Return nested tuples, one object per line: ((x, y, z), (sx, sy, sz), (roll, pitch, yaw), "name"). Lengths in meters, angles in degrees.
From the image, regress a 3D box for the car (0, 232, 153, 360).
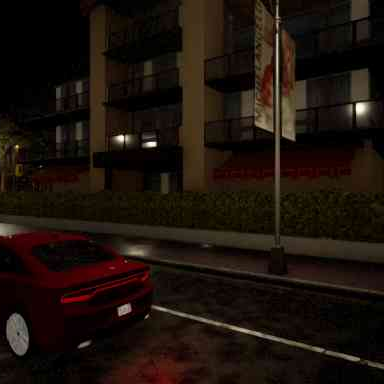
((-2.973, 1.477, 6.016), (5.008, 1.535, 1.882), (0, 0, 35), "car")
